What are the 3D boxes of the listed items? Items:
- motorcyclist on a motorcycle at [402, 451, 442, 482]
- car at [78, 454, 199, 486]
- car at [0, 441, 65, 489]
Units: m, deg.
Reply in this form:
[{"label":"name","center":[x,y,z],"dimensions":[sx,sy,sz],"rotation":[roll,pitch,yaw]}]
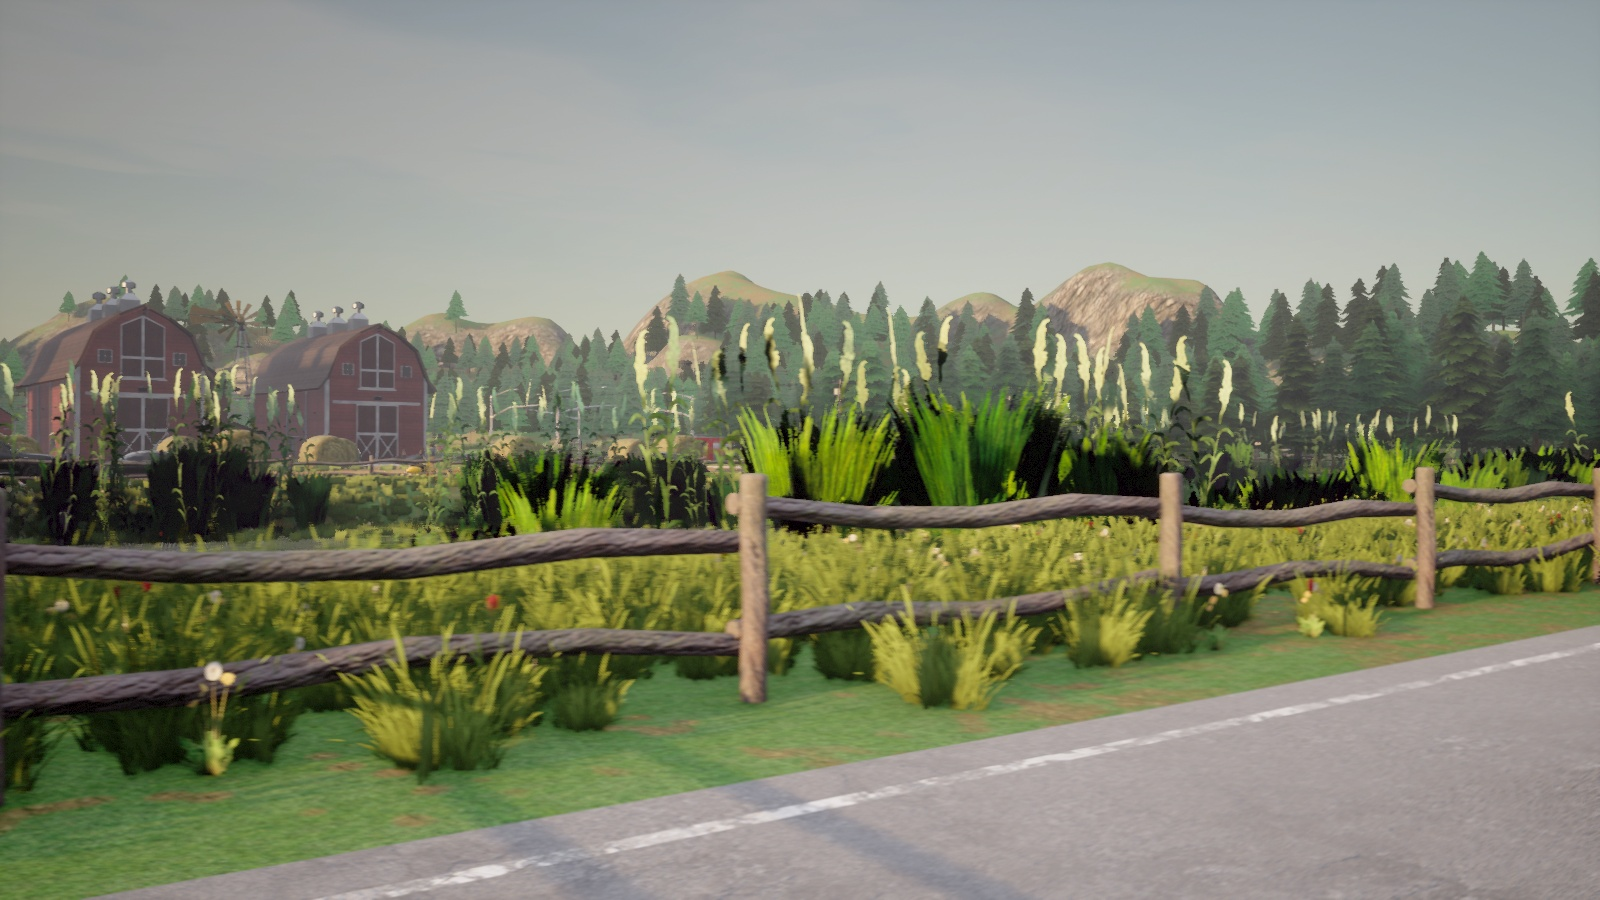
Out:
[{"label":"motorcyclist on a motorcycle","center":[-19.761,0.875,65.697],"dimensions":[1.817,1.590,0.866],"rotation":[0,0,-38]},{"label":"car","center":[-31.903,0.940,60.616],"dimensions":[4.892,1.490,1.837],"rotation":[0,0,-38]},{"label":"car","center":[-34.877,0.644,53.833],"dimensions":[5.566,2.045,2.150],"rotation":[0,0,-38]}]
